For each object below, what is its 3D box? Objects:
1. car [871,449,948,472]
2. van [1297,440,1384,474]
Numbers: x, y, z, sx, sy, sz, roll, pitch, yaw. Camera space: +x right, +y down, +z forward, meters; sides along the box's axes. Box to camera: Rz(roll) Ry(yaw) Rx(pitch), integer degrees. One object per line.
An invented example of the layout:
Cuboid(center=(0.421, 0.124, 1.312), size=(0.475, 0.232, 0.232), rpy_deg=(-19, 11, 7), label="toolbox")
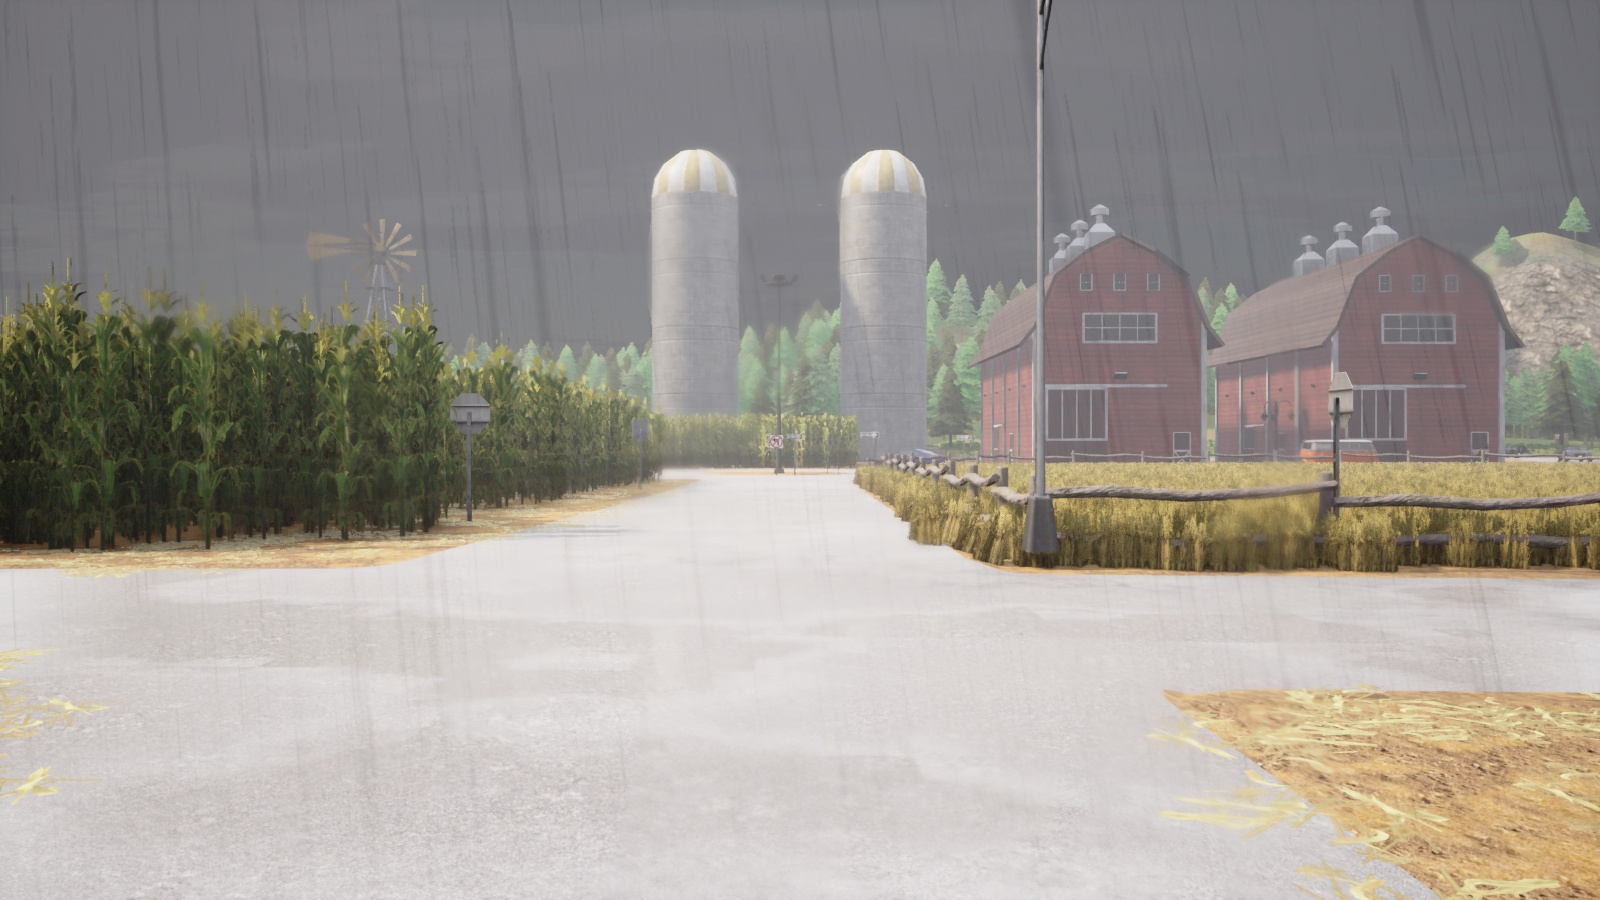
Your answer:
Cuboid(center=(6.970, 0.645, 80.369), size=(4.674, 1.442, 1.812), rpy_deg=(0, 0, 38), label="car")
Cuboid(center=(32.226, 0.416, 74.950), size=(4.442, 1.987, 1.775), rpy_deg=(0, 0, -3), label="van")
